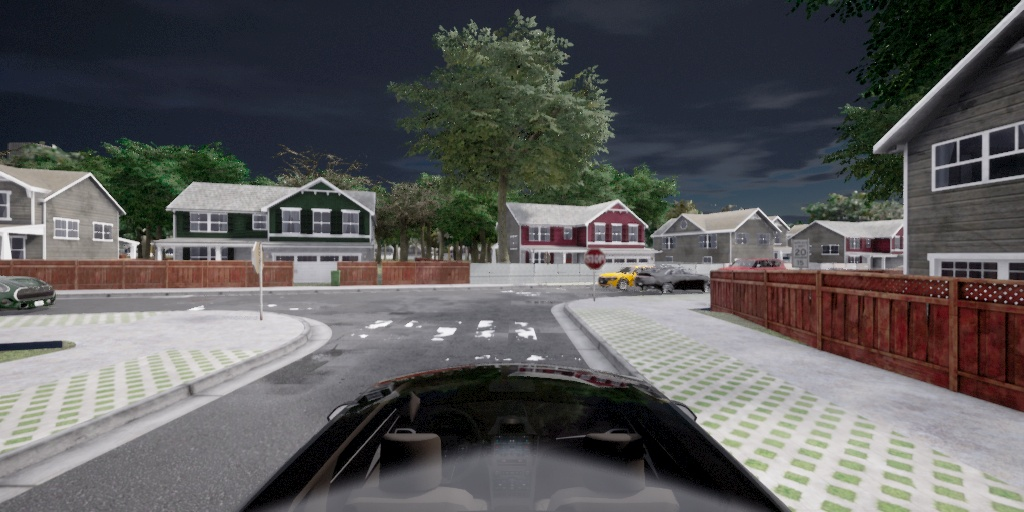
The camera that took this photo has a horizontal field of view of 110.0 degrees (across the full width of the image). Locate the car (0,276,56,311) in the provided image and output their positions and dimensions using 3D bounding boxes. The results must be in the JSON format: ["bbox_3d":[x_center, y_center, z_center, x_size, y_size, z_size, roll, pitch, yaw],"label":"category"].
[{"bbox_3d":[-17.271,0.904,10.745,4.553,1.767,2.097,1,0,-20],"label":"car"}]

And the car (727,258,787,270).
[{"bbox_3d":[17.722,1.190,26.536,5.566,2.045,2.150,1,0,-20],"label":"car"}]

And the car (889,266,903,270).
[{"bbox_3d":[36.867,1.644,33.413,5.008,1.535,1.882,1,0,-20],"label":"car"}]

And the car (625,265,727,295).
[{"bbox_3d":[9.357,1.364,20.499,4.902,1.511,2.128,1,0,-19],"label":"car"}]

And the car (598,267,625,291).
[{"bbox_3d":[7.853,1.337,22.939,5.008,1.535,1.882,1,0,-21],"label":"car"}]

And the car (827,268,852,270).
[{"bbox_3d":[27.070,1.669,29.902,4.718,1.301,1.895,1,0,-20],"label":"car"}]
